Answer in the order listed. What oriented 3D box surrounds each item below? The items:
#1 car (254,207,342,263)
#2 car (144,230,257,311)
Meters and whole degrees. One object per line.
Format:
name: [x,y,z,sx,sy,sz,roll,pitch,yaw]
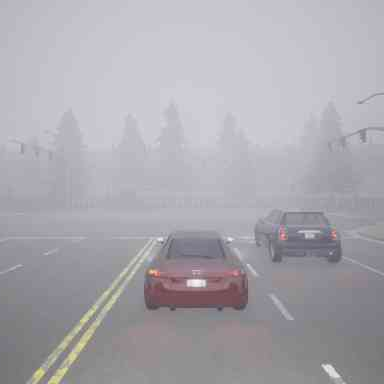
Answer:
car: [3.627,1.352,12.200,2.097,1.767,4.553,0,0,2]
car: [0.075,1.564,7.826,1.994,1.385,4.181,0,0,0]
